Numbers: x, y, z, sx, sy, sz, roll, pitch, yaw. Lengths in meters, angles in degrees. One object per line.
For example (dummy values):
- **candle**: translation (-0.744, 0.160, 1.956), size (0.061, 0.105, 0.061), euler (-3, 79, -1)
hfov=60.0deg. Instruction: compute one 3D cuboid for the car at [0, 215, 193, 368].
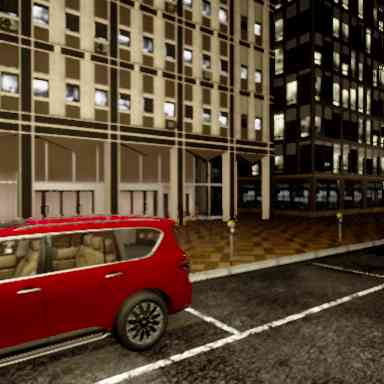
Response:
- **car**: translation (-2.301, 1.315, 4.635), size (5.009, 1.841, 2.192), euler (0, 0, -35)
